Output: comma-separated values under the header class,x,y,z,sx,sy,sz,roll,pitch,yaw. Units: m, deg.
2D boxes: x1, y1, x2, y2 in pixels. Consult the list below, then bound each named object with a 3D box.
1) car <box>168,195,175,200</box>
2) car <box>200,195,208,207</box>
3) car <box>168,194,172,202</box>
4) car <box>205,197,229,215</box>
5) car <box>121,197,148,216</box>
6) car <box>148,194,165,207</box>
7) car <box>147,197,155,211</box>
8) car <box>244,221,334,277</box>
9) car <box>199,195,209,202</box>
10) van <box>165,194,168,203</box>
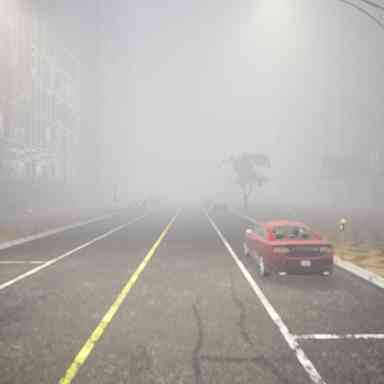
class,x,y,z,sx,sy,sz,roll,pitch,yaw
car,-5.806,1.454,94.656,1.887,1.381,4.507,-1,0,0
car,2.626,1.508,49.557,2.008,1.369,4.403,-1,0,0
car,-5.776,1.260,66.448,2.192,1.841,5.009,-1,0,0
car,2.646,1.525,32.629,2.008,1.369,4.403,-1,0,0
car,-5.735,1.505,32.430,1.752,1.417,4.829,-1,0,0
car,-5.757,1.278,49.524,2.192,1.841,5.009,-1,0,0
car,-5.741,1.557,38.242,1.802,1.307,4.206,-1,0,0
car,2.672,1.537,10.058,1.887,1.381,4.507,-1,0,0
car,2.599,1.373,72.128,1.967,1.590,4.097,-1,0,0
van,-5.770,1.292,60.806,1.690,1.788,3.998,-1,0,0
